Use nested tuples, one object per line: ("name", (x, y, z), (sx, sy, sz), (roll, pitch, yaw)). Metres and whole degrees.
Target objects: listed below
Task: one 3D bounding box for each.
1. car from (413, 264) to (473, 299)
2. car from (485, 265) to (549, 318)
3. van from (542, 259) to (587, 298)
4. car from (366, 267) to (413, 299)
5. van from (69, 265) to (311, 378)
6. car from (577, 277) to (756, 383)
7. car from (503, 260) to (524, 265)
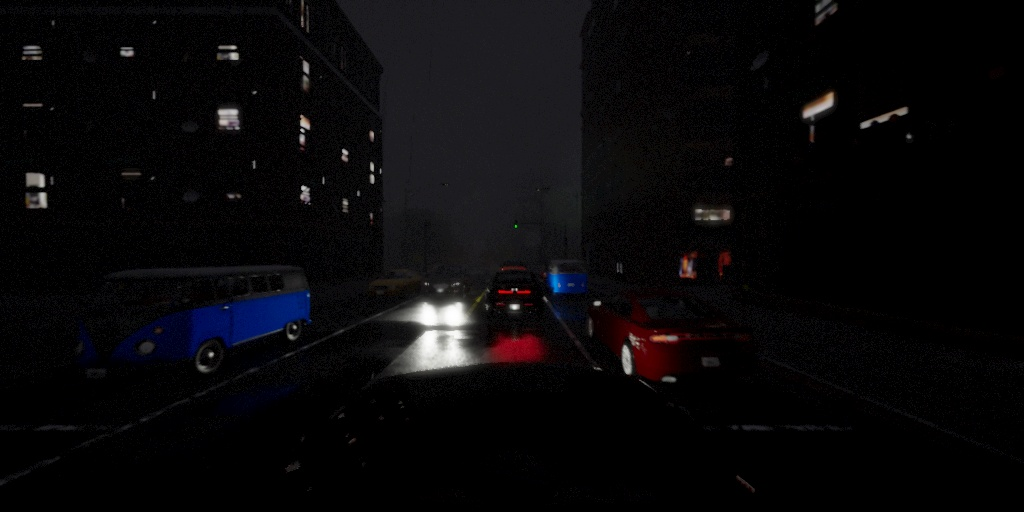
("car", (-3.094, 1.219, 17.909), (2.128, 1.511, 4.902), (0, 0, 0))
("car", (0.090, 1.240, 12.920), (1.837, 1.490, 4.892), (0, 0, 0))
("van", (2.691, 1.069, 18.112), (1.690, 1.789, 3.998), (0, 0, 0))
("car", (-5.690, 1.253, 17.893), (1.751, 1.417, 4.829), (0, 0, 0))
("van", (-5.690, 1.084, 7.015), (1.690, 1.789, 3.998), (0, 0, 0))
("car", (2.690, 1.288, 7.063), (1.888, 1.381, 4.507), (0, 0, 0))
("car", (0.089, 1.066, 27.057), (2.097, 1.767, 4.553), (0, 0, 0))
